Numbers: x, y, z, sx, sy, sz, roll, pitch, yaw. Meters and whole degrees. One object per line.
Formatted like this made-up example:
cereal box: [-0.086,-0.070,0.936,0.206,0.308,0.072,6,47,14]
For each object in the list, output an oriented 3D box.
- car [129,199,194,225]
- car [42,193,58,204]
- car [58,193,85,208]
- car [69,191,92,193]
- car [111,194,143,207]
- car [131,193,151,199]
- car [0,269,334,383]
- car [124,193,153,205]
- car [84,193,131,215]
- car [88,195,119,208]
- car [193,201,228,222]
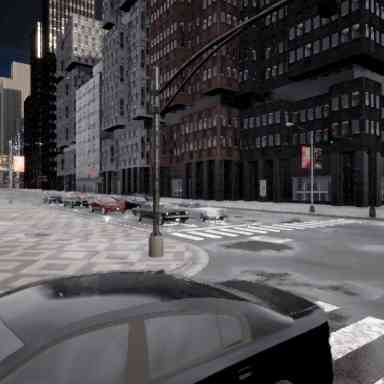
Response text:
car: [-2.156,1.355,22.133,1.895,1.301,4.718,0,1,-36]
car: [-19.336,0.876,46.087,2.033,1.411,5.357,0,1,-35]
car: [-13.114,1.088,37.377,1.895,1.301,4.718,0,1,-36]
car: [-16.491,0.681,47.691,2.097,1.767,4.553,0,1,-36]
car: [-8.328,1.009,42.185,2.033,1.411,5.357,0,1,-36]
car: [-5.043,1.094,31.714,1.882,1.535,5.008,0,1,-36]
car: [-0.989,1.478,2.582,5.008,1.535,1.882,0,0,-34]
car: [-7.561,0.900,46.685,2.128,1.511,4.902,0,1,-36]
car: [-7.638,1.100,29.753,1.882,1.535,5.008,0,1,-36]
car: [-10.533,1.082,39.352,1.895,1.301,4.718,0,1,-36]
car: [0.441,1.350,24.089,1.895,1.301,4.718,0,1,-36]
